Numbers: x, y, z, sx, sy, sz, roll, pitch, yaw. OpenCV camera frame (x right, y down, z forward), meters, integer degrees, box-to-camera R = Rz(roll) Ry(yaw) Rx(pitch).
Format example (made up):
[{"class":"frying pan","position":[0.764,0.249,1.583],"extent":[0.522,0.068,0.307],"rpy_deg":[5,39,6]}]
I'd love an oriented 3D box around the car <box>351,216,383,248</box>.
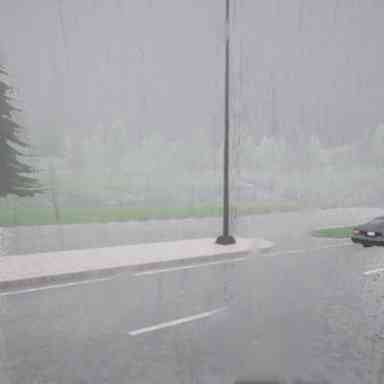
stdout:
[{"class":"car","position":[9.099,1.707,14.346],"extent":[5.357,1.411,2.033],"rpy_deg":[1,0,-33]}]
